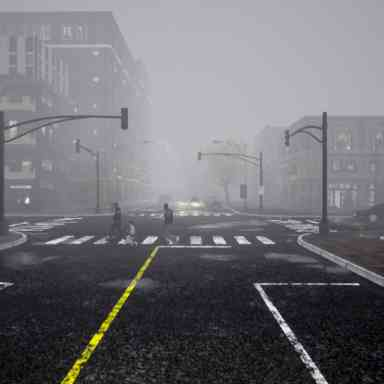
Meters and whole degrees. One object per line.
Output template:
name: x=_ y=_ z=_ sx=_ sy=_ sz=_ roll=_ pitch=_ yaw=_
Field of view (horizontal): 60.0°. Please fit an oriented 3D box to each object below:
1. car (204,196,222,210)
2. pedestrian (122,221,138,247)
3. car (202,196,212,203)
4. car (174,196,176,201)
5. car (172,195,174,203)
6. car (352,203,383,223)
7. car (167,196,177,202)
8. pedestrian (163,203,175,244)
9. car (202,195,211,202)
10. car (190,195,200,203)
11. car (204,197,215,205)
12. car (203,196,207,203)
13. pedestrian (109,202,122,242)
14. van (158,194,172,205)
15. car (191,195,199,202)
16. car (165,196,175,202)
car: x=3.049 y=1.580 z=43.640 sx=2.008 sy=1.369 sz=4.403 roll=0 pitch=0 yaw=0
pedestrian: x=-2.439 y=1.674 z=13.540 sx=0.500 sy=1.100 sz=0.500 roll=0 pitch=0 yaw=0
car: x=3.285 y=1.633 z=72.123 sx=2.008 sy=1.369 sz=4.403 roll=0 pitch=0 yaw=0
car: x=-5.096 y=1.397 z=72.195 sx=2.192 sy=1.841 sz=5.009 roll=0 pitch=0 yaw=0
car: x=-5.143 y=1.651 z=66.498 sx=1.802 sy=1.307 sz=4.206 roll=0 pitch=0 yaw=0
car: x=15.030 y=1.578 z=25.860 sx=4.892 sy=1.490 sz=1.837 roll=0 pitch=0 yaw=-2
car: x=-5.002 y=1.663 z=83.587 sx=2.008 sy=1.369 sz=4.403 roll=0 pitch=0 yaw=0
pedestrian: x=-1.013 y=1.294 z=14.129 sx=0.375 sy=1.860 sz=0.375 roll=0 pitch=0 yaw=0
car: x=3.331 y=1.537 z=77.820 sx=1.967 sy=1.590 sz=4.097 roll=0 pitch=0 yaw=0
car: x=0.582 y=1.547 z=70.434 sx=1.882 sy=1.535 sz=5.008 roll=0 pitch=0 yaw=0
car: x=3.190 y=1.640 z=60.731 sx=1.802 sy=1.307 sz=4.206 roll=0 pitch=0 yaw=0
car: x=3.097 y=1.479 z=49.337 sx=1.967 sy=1.590 sz=4.097 roll=0 pitch=0 yaw=0
pedestrian: x=-3.350 y=1.294 z=14.747 sx=0.375 sy=1.860 sz=0.375 roll=0 pitch=0 yaw=0
van: x=-5.190 y=1.399 z=60.801 sx=1.690 sy=1.788 sz=3.998 roll=0 pitch=0 yaw=0
car: x=0.668 y=1.541 z=80.851 sx=1.812 sy=1.442 sz=4.674 roll=0 pitch=0 yaw=0
car: x=-5.049 y=1.662 z=77.891 sx=1.947 sy=1.339 sz=4.313 roll=0 pitch=0 yaw=0
